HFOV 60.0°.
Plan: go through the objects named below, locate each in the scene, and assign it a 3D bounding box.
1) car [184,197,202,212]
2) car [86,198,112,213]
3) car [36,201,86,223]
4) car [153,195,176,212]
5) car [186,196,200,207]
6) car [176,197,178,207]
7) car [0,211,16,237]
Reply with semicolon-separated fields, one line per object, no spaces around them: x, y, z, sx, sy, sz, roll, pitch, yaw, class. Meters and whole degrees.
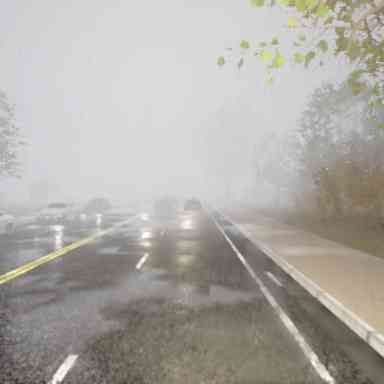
0.127;1.401;36.928;1.994;1.385;4.181;0;0;0;car
-9.697;1.371;34.616;1.837;1.490;4.892;0;0;1;car
-9.753;1.441;24.735;1.812;1.442;4.674;0;0;0;car
-3.124;1.368;36.847;1.812;1.442;4.674;0;0;0;car
0.179;1.342;47.800;1.994;1.385;4.181;0;0;0;car
-3.078;1.136;47.562;2.097;1.767;4.553;0;0;0;car
-9.795;1.487;15.004;1.812;1.442;4.674;0;0;0;car
